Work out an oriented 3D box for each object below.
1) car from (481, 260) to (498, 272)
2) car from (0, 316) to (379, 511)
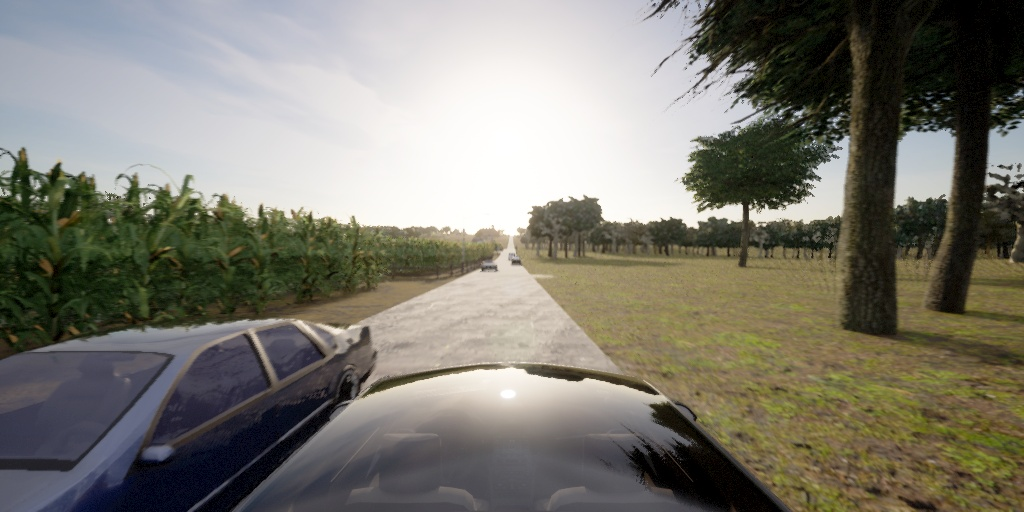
[{"bbox_3d":[-2.819,1.234,45.127,1.994,1.385,4.181,0,0,0],"label":"car"},{"bbox_3d":[-2.850,1.297,2.942,2.033,1.411,5.357,0,0,0],"label":"car"}]
